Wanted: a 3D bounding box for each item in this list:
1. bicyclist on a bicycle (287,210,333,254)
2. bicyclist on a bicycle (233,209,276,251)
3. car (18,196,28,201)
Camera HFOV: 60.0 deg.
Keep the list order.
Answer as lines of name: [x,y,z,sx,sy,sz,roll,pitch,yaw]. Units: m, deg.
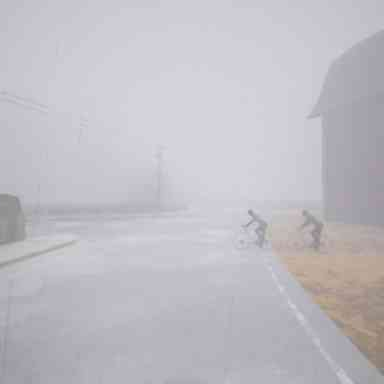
bicyclist on a bicycle: [4.374,1.489,12.388,1.656,1.620,0.582,0,0,8]
bicyclist on a bicycle: [2.448,1.492,13.046,1.656,1.620,0.582,0,0,8]
car: [-29.508,1.574,57.007,2.242,1.667,4.611,0,0,-17]
